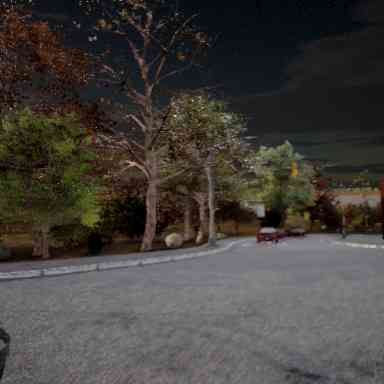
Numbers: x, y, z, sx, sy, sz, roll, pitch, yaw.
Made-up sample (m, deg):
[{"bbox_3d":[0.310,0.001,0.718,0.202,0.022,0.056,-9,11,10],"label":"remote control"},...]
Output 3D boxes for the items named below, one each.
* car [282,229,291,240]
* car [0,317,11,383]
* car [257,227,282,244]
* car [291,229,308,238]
[{"bbox_3d":[10.673,5.306,41.455,1.895,1.301,4.718,-3,-7,24],"label":"car"},{"bbox_3d":[-4.474,1.712,3.462,4.892,1.490,1.837,-1,-2,8],"label":"car"},{"bbox_3d":[7.338,4.137,31.965,1.882,1.535,5.008,-2,-7,15],"label":"car"},{"bbox_3d":[16.447,6.448,51.764,1.895,1.301,4.718,-3,-7,34],"label":"car"}]
